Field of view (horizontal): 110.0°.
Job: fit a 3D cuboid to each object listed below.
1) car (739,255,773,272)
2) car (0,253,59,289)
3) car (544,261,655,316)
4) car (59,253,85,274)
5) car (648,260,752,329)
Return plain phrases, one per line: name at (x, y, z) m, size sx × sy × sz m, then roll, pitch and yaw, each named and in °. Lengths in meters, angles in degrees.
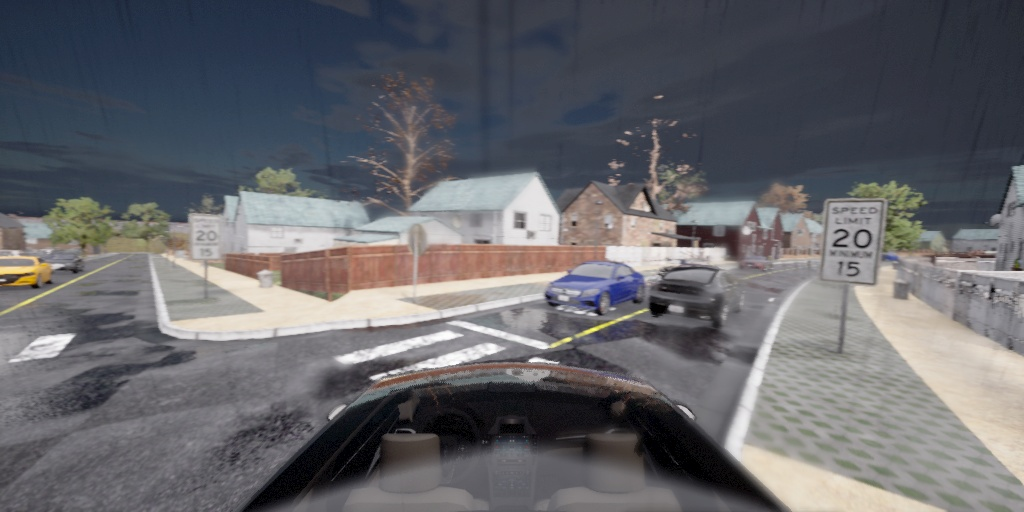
car at (22.160, 0.633, 32.559) m, size 4.181 × 1.385 × 1.994 m, roll -1°, pitch 5°, yaw -44°
car at (-23.893, 0.743, 17.263) m, size 5.008 × 1.535 × 1.882 m, roll 1°, pitch 1°, yaw 45°
car at (2.933, 0.896, 11.877) m, size 1.812 × 1.442 × 4.674 m, roll 5°, pitch 4°, yaw 39°
car at (-33.243, 0.543, 26.498) m, size 4.902 × 1.511 × 2.128 m, roll 1°, pitch 1°, yaw 45°
car at (5.722, 1.065, 10.891) m, size 1.837 × 1.490 × 4.892 m, roll 5°, pitch 4°, yaw 40°
